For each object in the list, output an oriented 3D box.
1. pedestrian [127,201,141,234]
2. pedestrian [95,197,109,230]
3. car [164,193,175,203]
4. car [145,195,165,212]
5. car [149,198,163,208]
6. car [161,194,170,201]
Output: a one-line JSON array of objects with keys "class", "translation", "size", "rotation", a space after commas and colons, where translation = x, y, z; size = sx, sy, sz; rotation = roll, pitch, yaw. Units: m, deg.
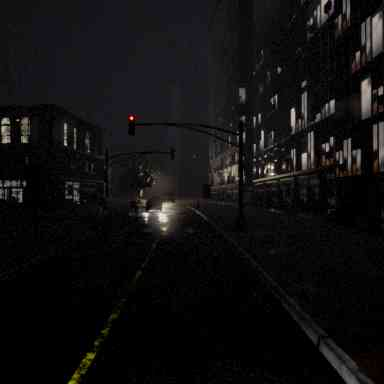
[{"class": "pedestrian", "translation": [-3.070, 1.294, 17.612], "size": [0.375, 1.860, 0.375], "rotation": [1, -1, -2]}, {"class": "pedestrian", "translation": [-4.996, 1.136, 18.451], "size": [0.375, 1.860, 0.375], "rotation": [1, -1, -2]}, {"class": "car", "translation": [-4.825, 1.208, 69.158], "size": [2.150, 2.045, 5.566], "rotation": [0, 0, -8]}, {"class": "car", "translation": [-4.451, 1.471, 39.338], "size": [1.882, 1.535, 5.008], "rotation": [0, 0, -5]}, {"class": "car", "translation": [-5.349, 1.590, 49.392], "size": [1.895, 1.301, 4.718], "rotation": [0, 0, -6]}, {"class": "car", "translation": [-6.367, 1.335, 79.426], "size": [1.812, 1.442, 4.674], "rotation": [0, 0, -10]}]
